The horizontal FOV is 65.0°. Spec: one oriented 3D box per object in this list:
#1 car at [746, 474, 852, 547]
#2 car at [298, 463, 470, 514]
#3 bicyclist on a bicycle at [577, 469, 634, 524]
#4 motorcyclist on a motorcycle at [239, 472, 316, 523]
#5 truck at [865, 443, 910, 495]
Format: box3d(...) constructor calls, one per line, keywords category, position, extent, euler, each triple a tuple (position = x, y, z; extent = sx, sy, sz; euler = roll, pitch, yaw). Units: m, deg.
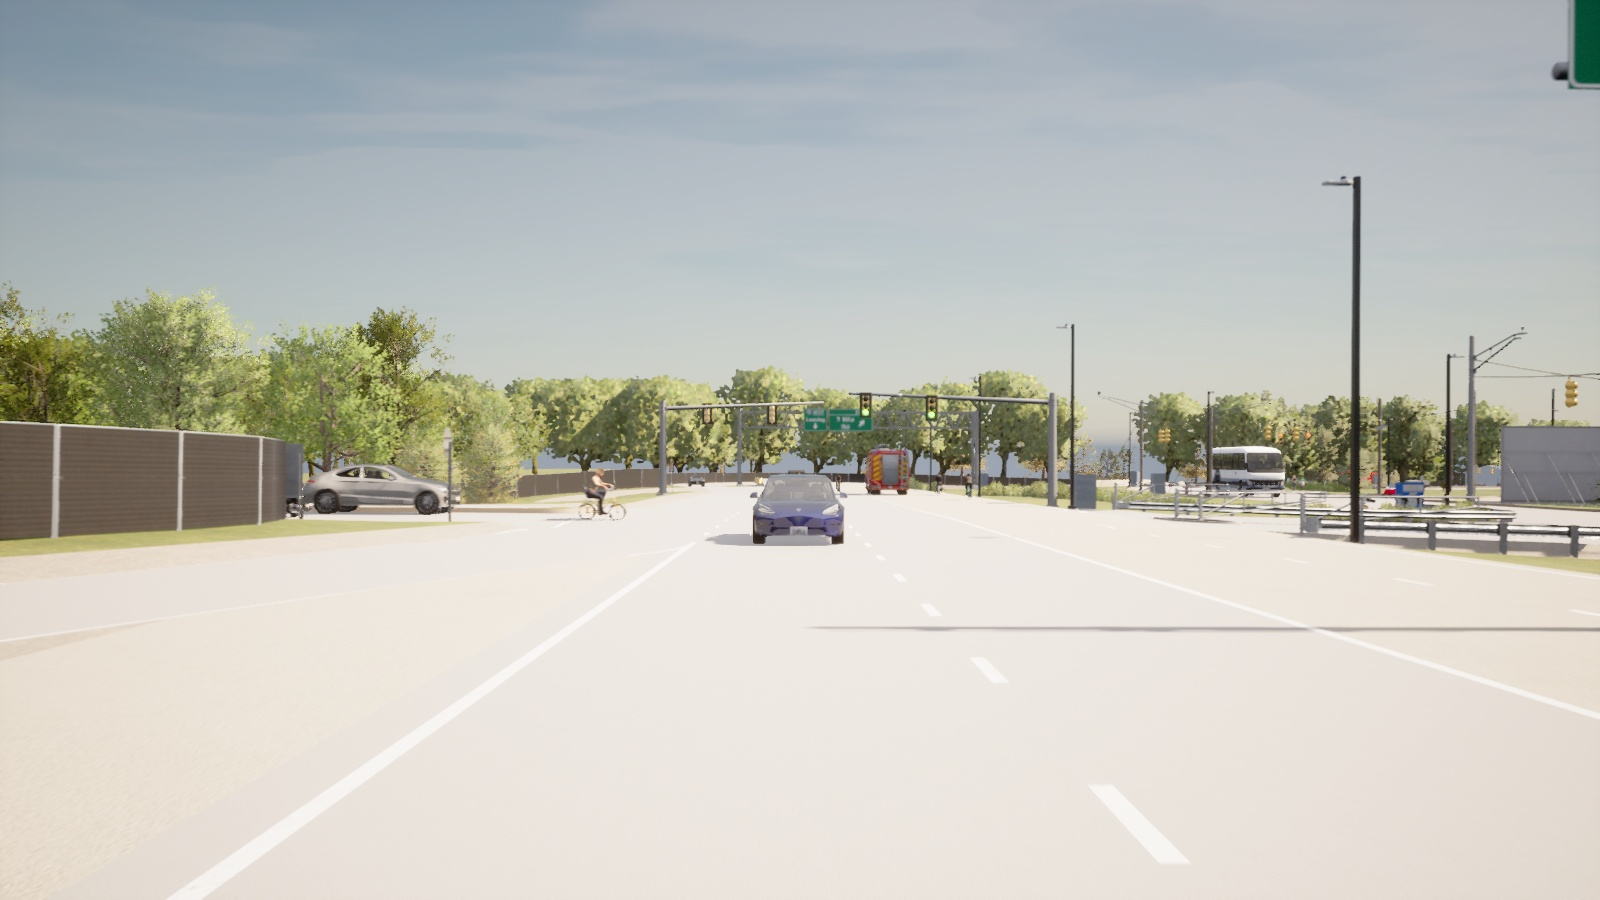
box3d(category="car", position=(-0.026, 1.284, 28.198), extent=(2.163, 1.488, 4.792), euler=(0, -1, 0))
box3d(category="car", position=(-13.826, 1.269, 41.978), extent=(5.027, 1.651, 2.152), euler=(0, -1, 0))
box3d(category="bicyclist on a bicycle", position=(-5.910, 1.394, 38.208), extent=(1.509, 1.612, 0.866), euler=(0, 1, 9))
box3d(category="motorcyclist on a motorcycle", position=(-15.989, 1.444, 38.453), extent=(2.044, 1.523, 0.797), euler=(0, 0, -1))
box3d(category="truck", position=(6.759, 1.500, 98.341), extent=(2.891, 3.827, 8.468), euler=(0, -1, 0))
